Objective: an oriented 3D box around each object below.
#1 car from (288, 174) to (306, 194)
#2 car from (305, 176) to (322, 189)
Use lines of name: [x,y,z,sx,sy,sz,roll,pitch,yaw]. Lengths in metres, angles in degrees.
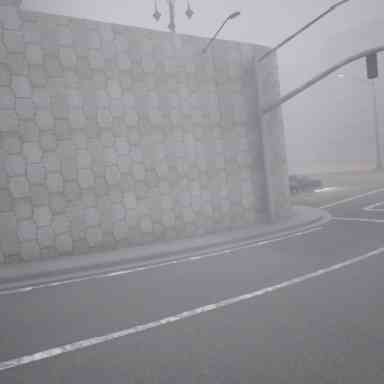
car: [6.809,-0.600,28.344,2.097,1.767,4.553,-10,6,-35]
car: [9.630,-0.904,30.407,1.994,1.385,4.181,-10,6,-34]
